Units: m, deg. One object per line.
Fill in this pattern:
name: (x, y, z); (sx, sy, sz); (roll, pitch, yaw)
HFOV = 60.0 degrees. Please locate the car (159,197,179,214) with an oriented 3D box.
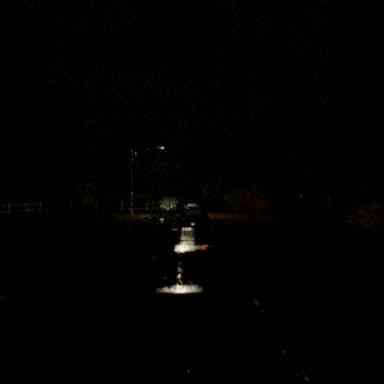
car: (-2.866, 1.675, 42.261); (2.150, 2.045, 5.566); (0, -1, 0)

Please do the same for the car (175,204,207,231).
car: (0.039, 1.760, 22.152); (1.812, 1.442, 4.674); (0, -1, 0)
